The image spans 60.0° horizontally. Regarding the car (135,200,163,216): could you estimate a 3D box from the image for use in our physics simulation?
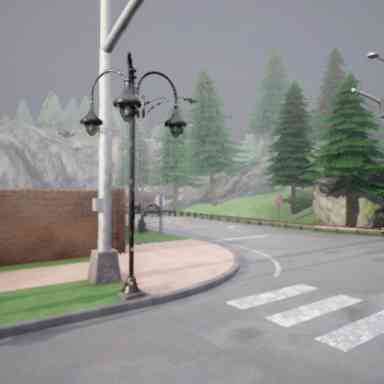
[{"bbox_3d":[-4.782,1.609,33.957,2.128,1.511,4.902,0,0,-34],"label":"car"}]
